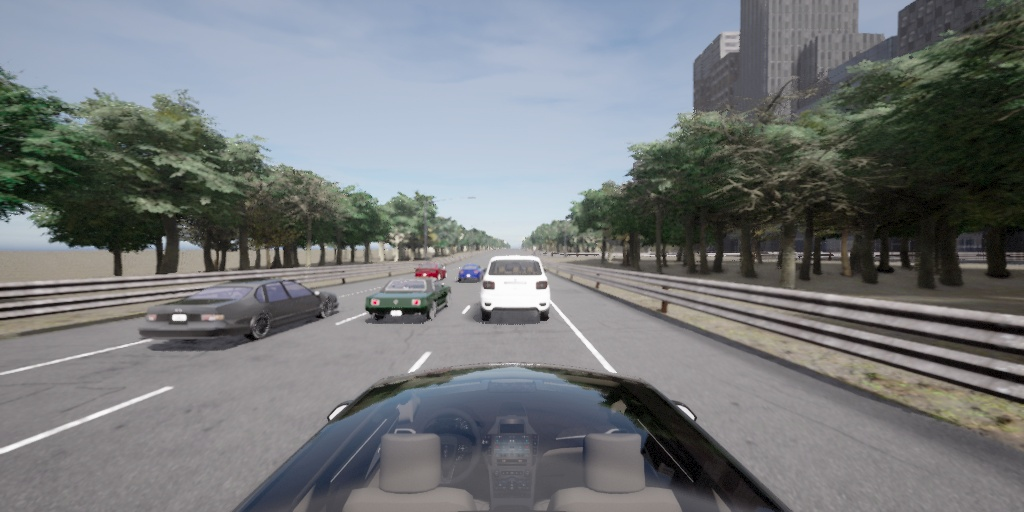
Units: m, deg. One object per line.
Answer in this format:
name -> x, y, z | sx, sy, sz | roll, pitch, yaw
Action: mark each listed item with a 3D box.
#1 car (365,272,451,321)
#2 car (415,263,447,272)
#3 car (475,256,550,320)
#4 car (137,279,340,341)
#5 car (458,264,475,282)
car -> -3.403, 1.409, 12.798 | 1.895, 1.301, 4.718 | 0, 0, 0
car -> -6.905, 1.349, 30.902 | 1.882, 1.535, 5.008 | 0, 0, 0
car -> 0.098, 1.031, 13.053 | 2.150, 2.045, 5.566 | 0, 0, 0
car -> -6.905, 1.342, 9.964 | 2.033, 1.411, 5.357 | 0, 0, 0
car -> -3.403, 1.396, 30.368 | 1.812, 1.442, 4.674 | 0, 0, 0
